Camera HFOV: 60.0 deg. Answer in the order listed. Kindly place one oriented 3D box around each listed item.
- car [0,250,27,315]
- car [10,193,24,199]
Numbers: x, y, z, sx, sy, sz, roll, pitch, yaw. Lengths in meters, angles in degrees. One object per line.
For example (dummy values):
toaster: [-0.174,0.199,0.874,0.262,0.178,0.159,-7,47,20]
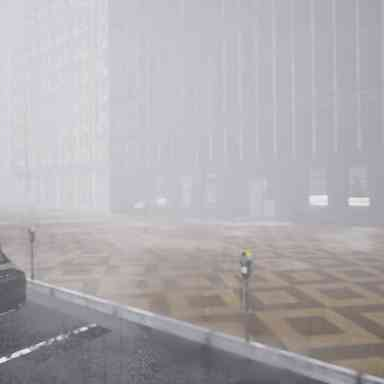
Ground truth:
car: [-4.869,1.550,6.360,4.403,1.369,2.008,0,-1,36]
car: [-41.161,1.054,79.701,1.967,1.590,4.097,-1,0,36]
